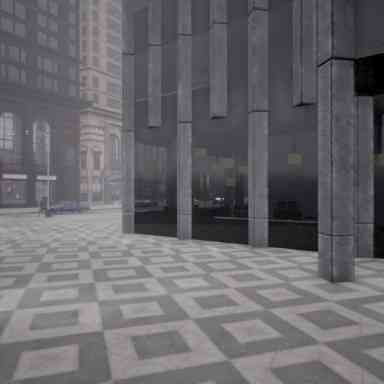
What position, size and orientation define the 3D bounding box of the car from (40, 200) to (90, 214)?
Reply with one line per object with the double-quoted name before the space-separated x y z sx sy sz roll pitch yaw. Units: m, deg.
"car" -13.950 1.613 36.883 2.033 1.411 5.357 0 0 35
